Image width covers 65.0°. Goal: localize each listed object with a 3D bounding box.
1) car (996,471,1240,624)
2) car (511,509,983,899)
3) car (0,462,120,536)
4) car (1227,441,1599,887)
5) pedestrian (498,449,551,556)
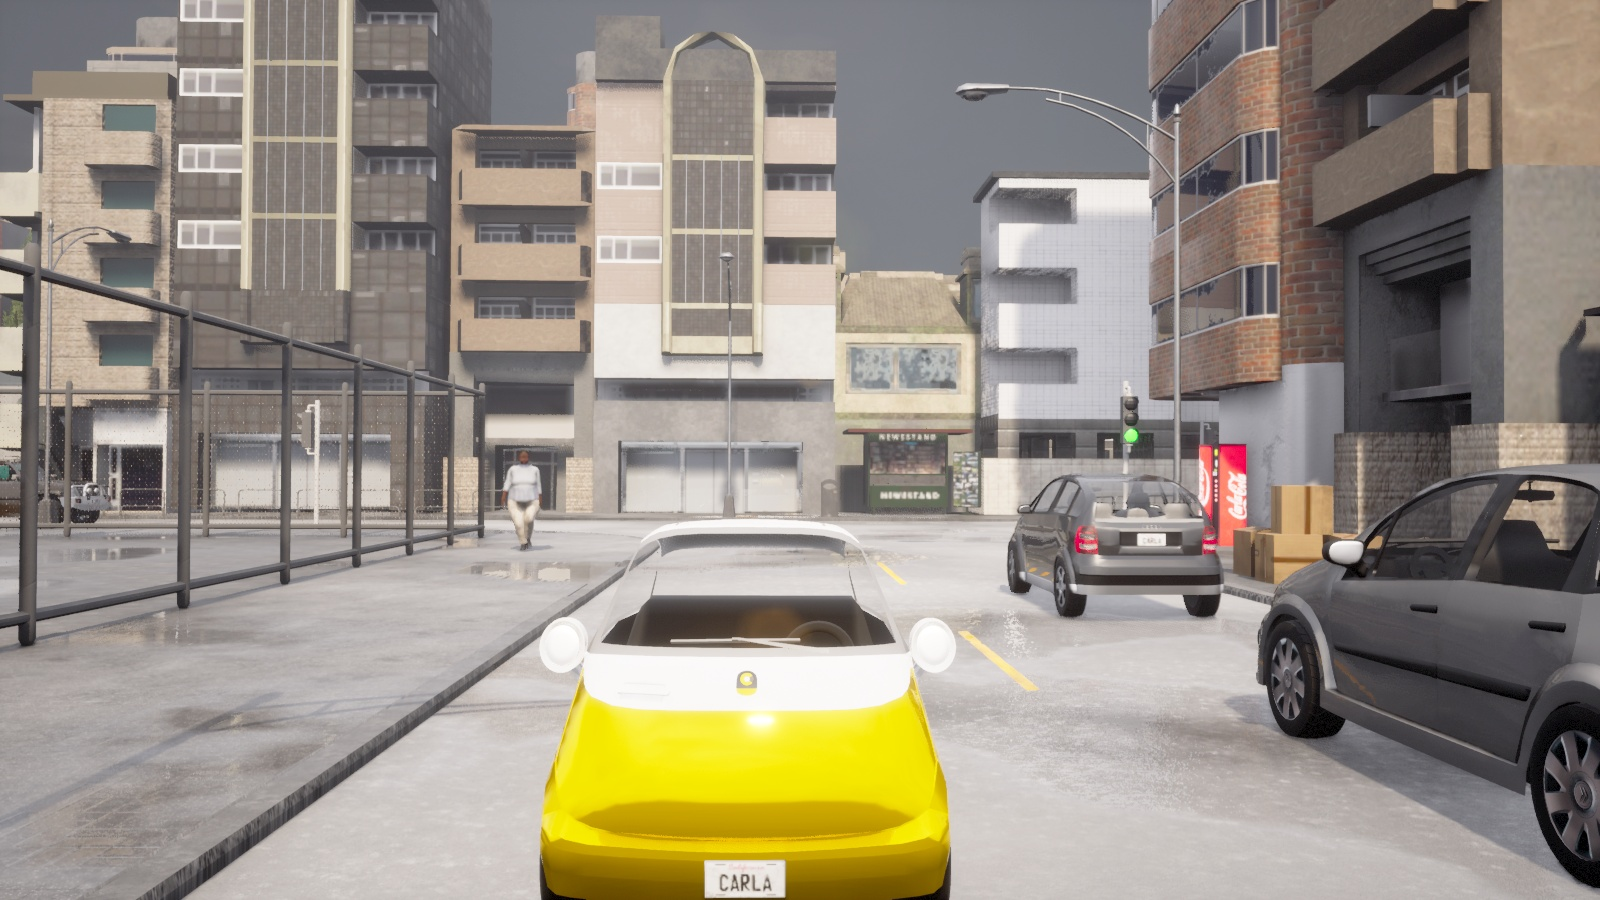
[{"bbox_3d":[3.565,1.028,14.770,1.789,1.549,3.705,0,-1,-2],"label":"car"},{"bbox_3d":[-0.190,0.955,5.061,1.481,1.376,2.207,0,-1,-1],"label":"car"},{"bbox_3d":[-20.481,1.259,32.573,4.605,1.855,1.932,0,-1,-1],"label":"car"},{"bbox_3d":[3.775,0.802,6.218,1.851,1.617,3.988,0,-1,-2],"label":"car"},{"bbox_3d":[-4.885,0.918,22.310,0.874,1.855,0.900,0,-1,-10],"label":"pedestrian"}]
